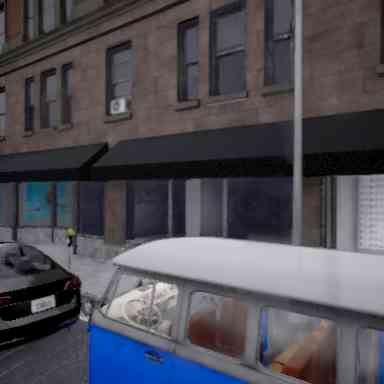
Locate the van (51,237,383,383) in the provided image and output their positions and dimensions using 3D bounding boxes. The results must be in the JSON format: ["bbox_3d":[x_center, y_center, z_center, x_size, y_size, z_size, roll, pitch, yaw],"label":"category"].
[{"bbox_3d":[0.907,1.339,2.431,3.998,1.788,1.690,0,0,36],"label":"van"}]

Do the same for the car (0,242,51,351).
[{"bbox_3d":[-3.701,1.541,5.719,4.313,1.339,1.947,0,0,36],"label":"car"}]
